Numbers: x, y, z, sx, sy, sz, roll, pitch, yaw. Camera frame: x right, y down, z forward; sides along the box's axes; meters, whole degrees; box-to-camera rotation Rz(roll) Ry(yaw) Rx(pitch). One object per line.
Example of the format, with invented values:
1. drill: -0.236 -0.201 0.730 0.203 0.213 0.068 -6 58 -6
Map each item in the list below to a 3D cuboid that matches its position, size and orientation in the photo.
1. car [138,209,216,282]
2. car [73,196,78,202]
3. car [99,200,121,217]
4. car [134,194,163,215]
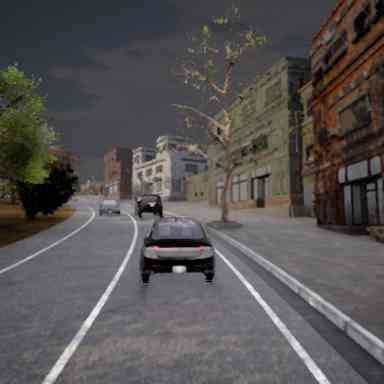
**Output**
1. car: -0.466 1.483 9.745 2.128 1.511 4.902 0 0 -4
2. car: -24.750 1.163 68.110 2.128 1.511 4.902 3 -1 -32
3. car: -7.652 1.444 30.891 1.812 1.442 4.674 1 0 -16
4. car: -4.088 1.221 31.030 2.150 2.045 5.566 1 0 -14
